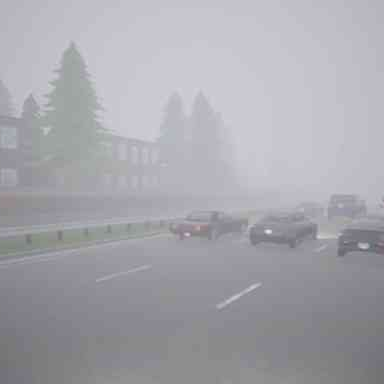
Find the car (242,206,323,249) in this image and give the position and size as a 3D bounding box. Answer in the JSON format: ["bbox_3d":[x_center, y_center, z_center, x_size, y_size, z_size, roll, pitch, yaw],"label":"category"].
[{"bbox_3d":[4.153,1.536,14.753,1.994,1.385,4.181,0,0,35],"label":"car"}]

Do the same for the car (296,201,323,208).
[{"bbox_3d":[10.669,1.510,30.384,1.994,1.385,4.181,0,0,35],"label":"car"}]

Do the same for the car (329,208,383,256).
[{"bbox_3d":[6.603,1.503,12.148,1.812,1.442,4.674,0,0,35],"label":"car"}]

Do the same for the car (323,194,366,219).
[{"bbox_3d":[12.651,1.173,27.103,2.150,2.045,5.566,0,0,35],"label":"car"}]

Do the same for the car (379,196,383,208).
[{"bbox_3d":[15.556,1.172,25.151,2.150,2.045,5.566,0,0,35],"label":"car"}]

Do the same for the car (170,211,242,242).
[{"bbox_3d":[1.048,1.576,16.418,1.895,1.301,4.718,0,0,35],"label":"car"}]
